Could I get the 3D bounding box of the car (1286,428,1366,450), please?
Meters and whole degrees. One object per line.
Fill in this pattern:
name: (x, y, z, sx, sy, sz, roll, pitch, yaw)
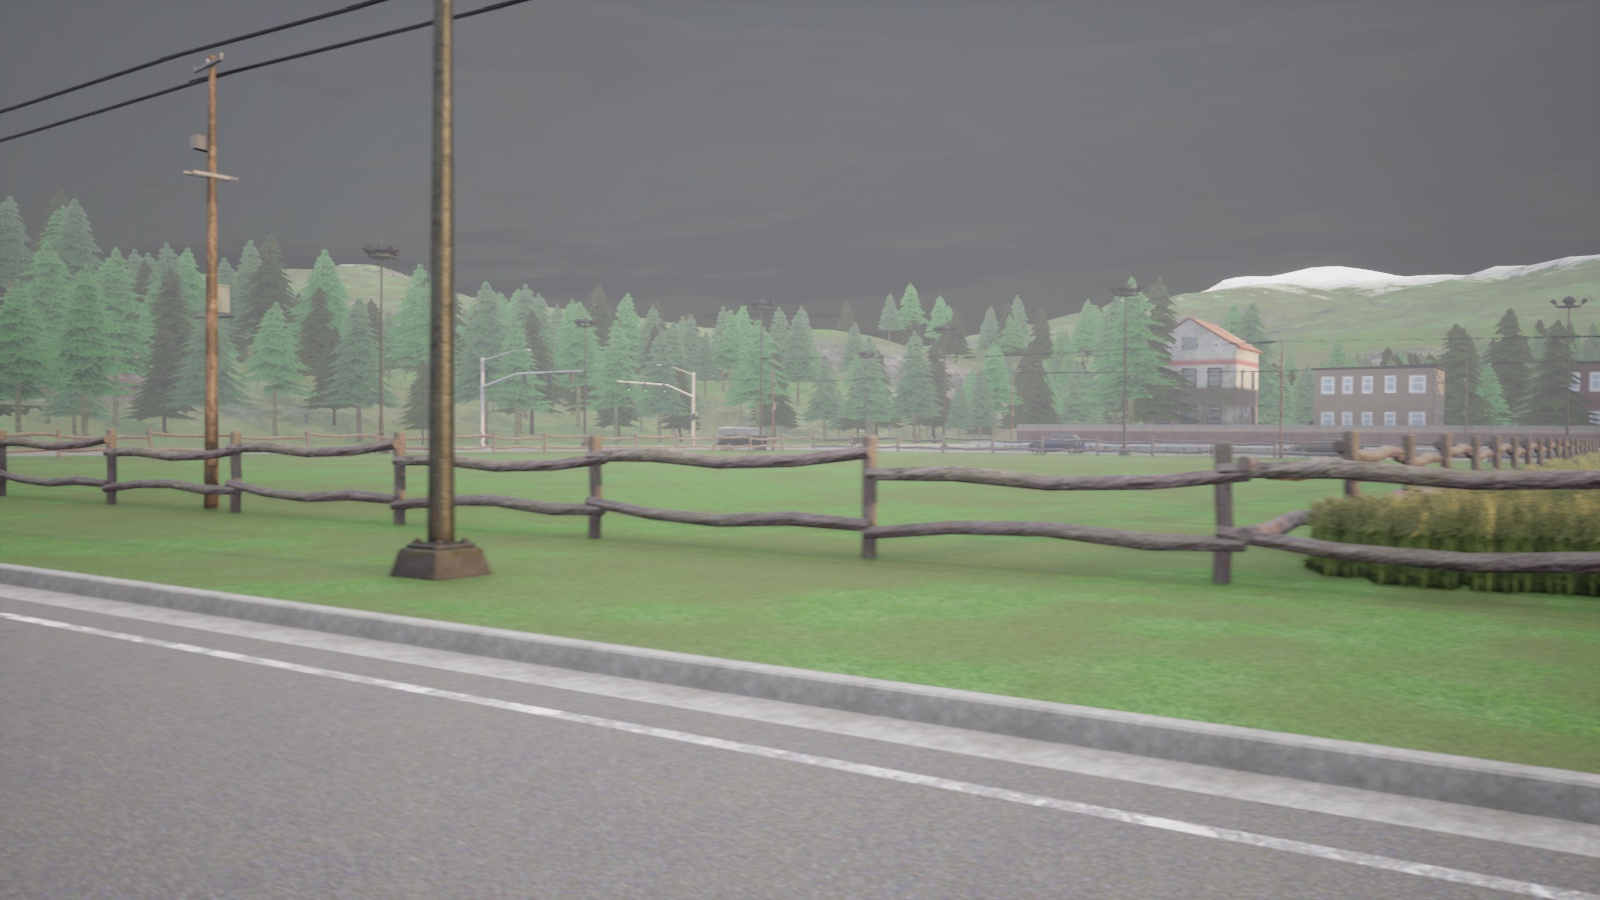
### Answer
car: (36.470, -0.761, 87.140, 4.892, 1.490, 1.837, 0, 1, 34)
